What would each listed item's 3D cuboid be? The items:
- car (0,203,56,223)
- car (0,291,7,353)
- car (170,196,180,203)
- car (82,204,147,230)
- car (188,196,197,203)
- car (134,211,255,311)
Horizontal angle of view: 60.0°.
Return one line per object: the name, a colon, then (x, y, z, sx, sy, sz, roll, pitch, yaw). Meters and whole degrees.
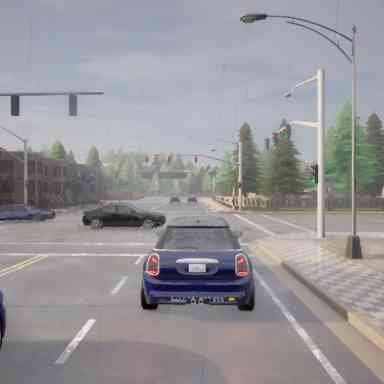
car: (-13.111, 1.547, 24.887, 5.357, 1.411, 2.033, 0, 0, -13)
car: (-3.440, 1.478, 2.501, 1.882, 1.535, 5.008, 0, 0, 0)
car: (-3.433, 1.505, 68.244, 1.837, 1.490, 4.892, 0, 0, 0)
car: (-4.128, 1.477, 20.353, 5.008, 1.535, 1.882, 0, 0, 2)
car: (0.067, 1.505, 68.241, 1.837, 1.490, 4.892, 0, 0, 0)
car: (0.162, 1.352, 7.953, 2.097, 1.767, 4.553, 0, 0, 2)
